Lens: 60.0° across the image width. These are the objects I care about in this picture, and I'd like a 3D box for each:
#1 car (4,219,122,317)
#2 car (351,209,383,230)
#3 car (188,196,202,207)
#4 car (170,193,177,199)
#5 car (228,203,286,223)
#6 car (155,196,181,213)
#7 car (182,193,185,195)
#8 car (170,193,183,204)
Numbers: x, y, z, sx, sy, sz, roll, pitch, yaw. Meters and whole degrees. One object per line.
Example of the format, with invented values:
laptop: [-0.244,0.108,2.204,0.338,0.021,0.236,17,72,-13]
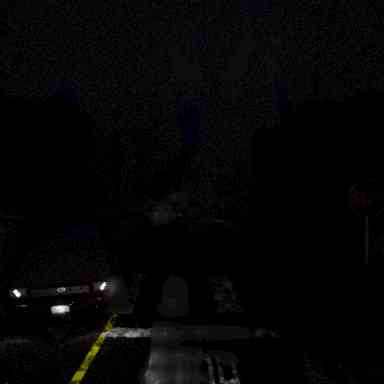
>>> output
car: [-2.750,1.427,8.046,2.033,1.411,5.357,-1,3,-13]
car: [11.148,0.966,16.998,5.566,2.045,2.150,-1,-1,-1]
car: [0.384,1.293,48.422,2.128,1.511,4.902,0,0,0]
car: [-5.297,1.150,95.243,1.752,1.417,4.829,1,0,0]
car: [4.744,1.529,24.407,4.181,1.385,1.994,-1,-1,16]
car: [-2.656,1.408,34.994,2.033,1.411,5.357,0,0,3]
car: [-2.525,1.335,55.730,1.994,1.385,4.181,0,0,0]
car: [-2.552,1.291,45.606,1.882,1.535,5.008,0,0,0]
